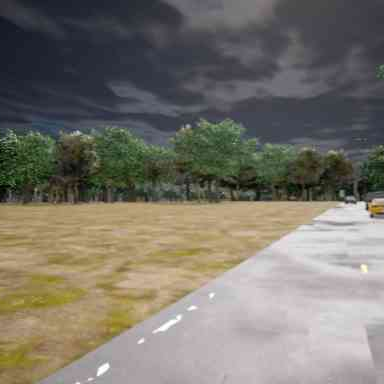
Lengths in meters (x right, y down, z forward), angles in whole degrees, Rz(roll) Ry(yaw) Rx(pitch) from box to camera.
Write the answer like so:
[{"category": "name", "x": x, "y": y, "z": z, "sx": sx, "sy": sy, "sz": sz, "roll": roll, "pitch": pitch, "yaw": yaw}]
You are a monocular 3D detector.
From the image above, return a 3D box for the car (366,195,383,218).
[{"category": "car", "x": 16.062, "y": 1.299, "z": 28.166, "sx": 1.882, "sy": 1.535, "sz": 5.008, "roll": -2, "pitch": -1, "yaw": 27}]

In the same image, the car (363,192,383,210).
[{"category": "car", "x": 20.836, "y": 1.045, "z": 37.733, "sx": 2.150, "sy": 2.045, "sz": 5.566, "roll": -2, "pitch": -1, "yaw": 27}]

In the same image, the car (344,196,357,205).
[{"category": "car", "x": 27.722, "y": 1.448, "z": 58.225, "sx": 1.882, "sy": 1.535, "sz": 5.008, "roll": -2, "pitch": -1, "yaw": 27}]
